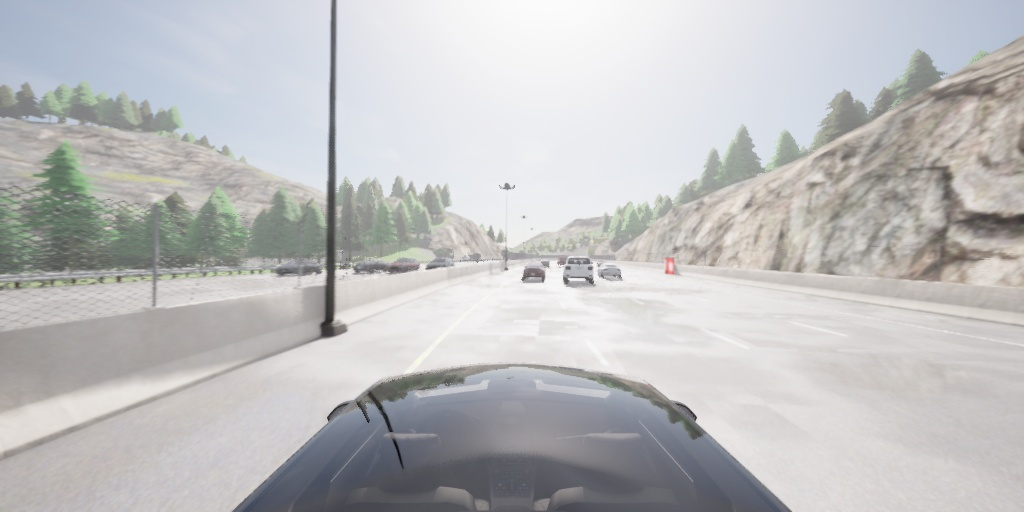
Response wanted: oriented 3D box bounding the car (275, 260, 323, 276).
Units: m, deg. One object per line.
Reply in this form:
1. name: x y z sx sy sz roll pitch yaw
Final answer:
1. car: -19.130 1.061 32.386 1.994 1.385 4.181 1 0 7

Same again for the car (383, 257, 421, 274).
1. car: -11.408 0.947 38.305 2.097 1.767 4.553 1 0 7

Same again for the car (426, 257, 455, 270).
1. car: -7.784 0.995 39.298 2.097 1.767 4.553 1 0 7

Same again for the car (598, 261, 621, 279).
1. car: 9.432 1.391 34.901 1.812 1.442 4.674 1 0 7

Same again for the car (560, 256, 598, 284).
1. car: 5.093 1.032 28.080 2.150 2.045 5.566 1 0 7

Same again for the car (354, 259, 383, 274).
1. car: -14.946 1.041 38.254 2.128 1.511 4.902 1 0 7

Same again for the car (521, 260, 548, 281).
1. car: 1.937 1.295 30.775 1.812 1.442 4.674 1 0 7

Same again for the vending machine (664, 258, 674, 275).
1. vending machine: 18.868 1.181 43.117 1.100 2.100 0.880 0 0 6
